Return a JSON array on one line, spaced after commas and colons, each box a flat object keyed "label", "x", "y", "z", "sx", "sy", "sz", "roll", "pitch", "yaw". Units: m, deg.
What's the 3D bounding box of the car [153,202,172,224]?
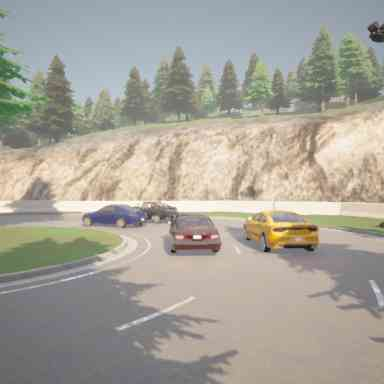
[{"label": "car", "x": -3.328, "y": 1.494, "z": 24.687, "sx": 4.902, "sy": 1.511, "sz": 2.128, "roll": 0, "pitch": 0, "yaw": 29}]

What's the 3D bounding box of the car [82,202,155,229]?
[{"label": "car", "x": -5.038, "y": 1.532, "z": 21.633, "sx": 4.674, "sy": 1.442, "sz": 1.812, "roll": 0, "pitch": 0, "yaw": 29}]

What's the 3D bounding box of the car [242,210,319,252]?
[{"label": "car", "x": 3.499, "y": 1.484, "z": 13.944, "sx": 1.882, "sy": 1.535, "sz": 5.008, "roll": 0, "pitch": 0, "yaw": -4}]

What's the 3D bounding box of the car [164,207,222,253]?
[{"label": "car", "x": 0.007, "y": 1.562, "z": 13.708, "sx": 2.033, "sy": 1.411, "sz": 5.357, "roll": 0, "pitch": 0, "yaw": -4}]
